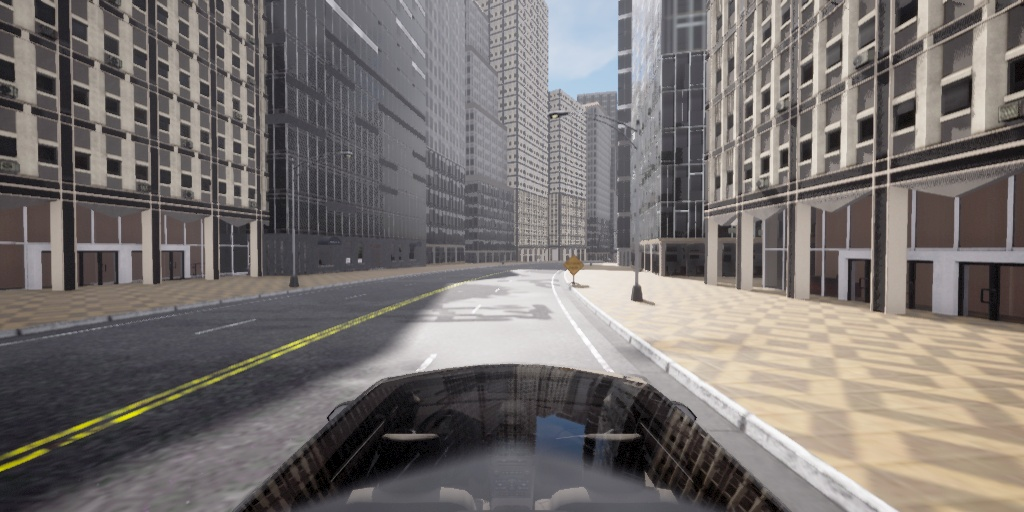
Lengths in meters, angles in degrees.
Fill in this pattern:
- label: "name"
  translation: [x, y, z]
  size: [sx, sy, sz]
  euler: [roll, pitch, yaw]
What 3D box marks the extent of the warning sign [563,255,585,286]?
- label: "warning sign"
  translation: [3.777, 0.849, 22.053]
  size: [1.300, 1.860, 1.060]
  euler: [0, 0, 5]
